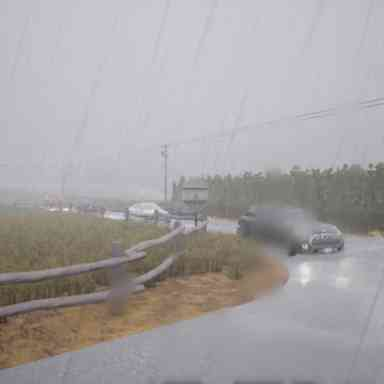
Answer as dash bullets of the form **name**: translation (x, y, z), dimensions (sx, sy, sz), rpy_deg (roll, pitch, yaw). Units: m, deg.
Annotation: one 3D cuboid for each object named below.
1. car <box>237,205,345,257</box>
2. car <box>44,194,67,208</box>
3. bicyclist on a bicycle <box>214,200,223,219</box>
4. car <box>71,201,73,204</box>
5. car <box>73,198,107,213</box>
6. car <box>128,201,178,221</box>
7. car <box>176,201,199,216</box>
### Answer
- **car**: translation (3.682, 1.350, 13.147), dimensions (2.097, 1.767, 4.553), rpy_deg (0, 0, -23)
- **car**: translation (-19.543, 1.242, 47.471), dimensions (2.150, 2.045, 5.566), rpy_deg (0, 0, -35)
- **bicyclist on a bicycle**: translation (2.453, 1.453, 27.814), dimensions (1.656, 1.620, 0.582), rpy_deg (0, 0, -35)
- **car**: translation (-16.311, 1.563, 48.520), dimensions (1.994, 1.385, 4.181), rpy_deg (0, 0, -35)
- **car**: translation (-10.427, 1.600, 34.477), dimensions (1.895, 1.301, 4.718), rpy_deg (0, 0, -35)
- **car**: translation (-3.246, 1.524, 24.383), dimensions (1.812, 1.442, 4.674), rpy_deg (0, 0, -36)
- **car**: translation (-1.413, 1.490, 27.629), dimensions (2.128, 1.511, 4.902), rpy_deg (0, 0, -35)
